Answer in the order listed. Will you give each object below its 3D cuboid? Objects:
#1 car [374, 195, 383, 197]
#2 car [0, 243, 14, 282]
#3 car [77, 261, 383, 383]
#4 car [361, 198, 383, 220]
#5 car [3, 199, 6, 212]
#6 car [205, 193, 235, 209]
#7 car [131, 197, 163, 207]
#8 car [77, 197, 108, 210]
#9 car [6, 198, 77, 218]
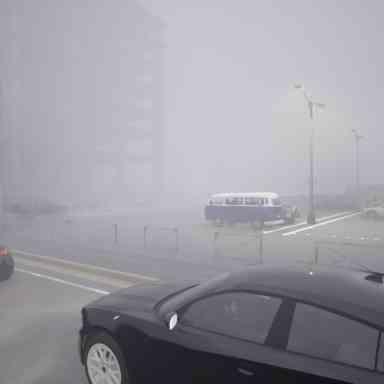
[{"bbox_3d":[17.981,1.153,29.262,4.605,1.855,1.932,0,0,36],"label":"car"},{"bbox_3d":[-6.422,1.564,8.561,4.181,1.385,1.994,0,0,36],"label":"car"},{"bbox_3d":[0.900,1.478,3.353,5.008,1.535,1.882,0,0,36],"label":"car"},{"bbox_3d":[14.757,1.395,24.709,3.806,1.475,1.970,0,0,36],"label":"car"},{"bbox_3d":[-18.723,1.422,33.525,1.882,1.535,5.008,0,0,35],"label":"car"},{"bbox_3d":[4.257,1.166,53.418,2.150,2.045,5.566,0,0,35],"label":"car"},{"bbox_3d":[-6.719,1.492,50.388,2.033,1.411,5.357,0,0,36],"label":"car"},{"bbox_3d":[-12.882,1.422,41.730,1.882,1.535,5.008,0,0,35],"label":"car"},{"bbox_3d":[-13.024,1.436,29.101,2.128,1.511,4.902,0,0,35],"label":"car"}]
